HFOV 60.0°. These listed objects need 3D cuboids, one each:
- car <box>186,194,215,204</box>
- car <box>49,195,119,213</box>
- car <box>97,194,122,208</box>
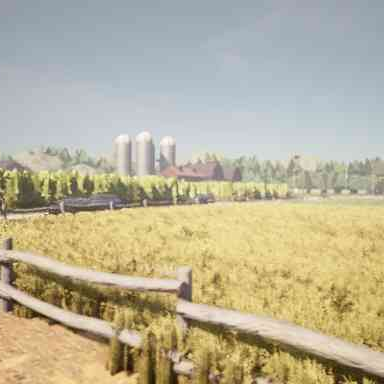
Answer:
[{"bbox_3d":[1.187,1.020,44.540,2.097,1.767,4.553,1,1,35],"label":"car"},{"bbox_3d":[-8.433,1.193,25.507,2.128,1.511,4.902,1,1,36],"label":"car"},{"bbox_3d":[-8.703,1.009,30.755,2.097,1.767,4.553,1,1,35],"label":"car"}]
